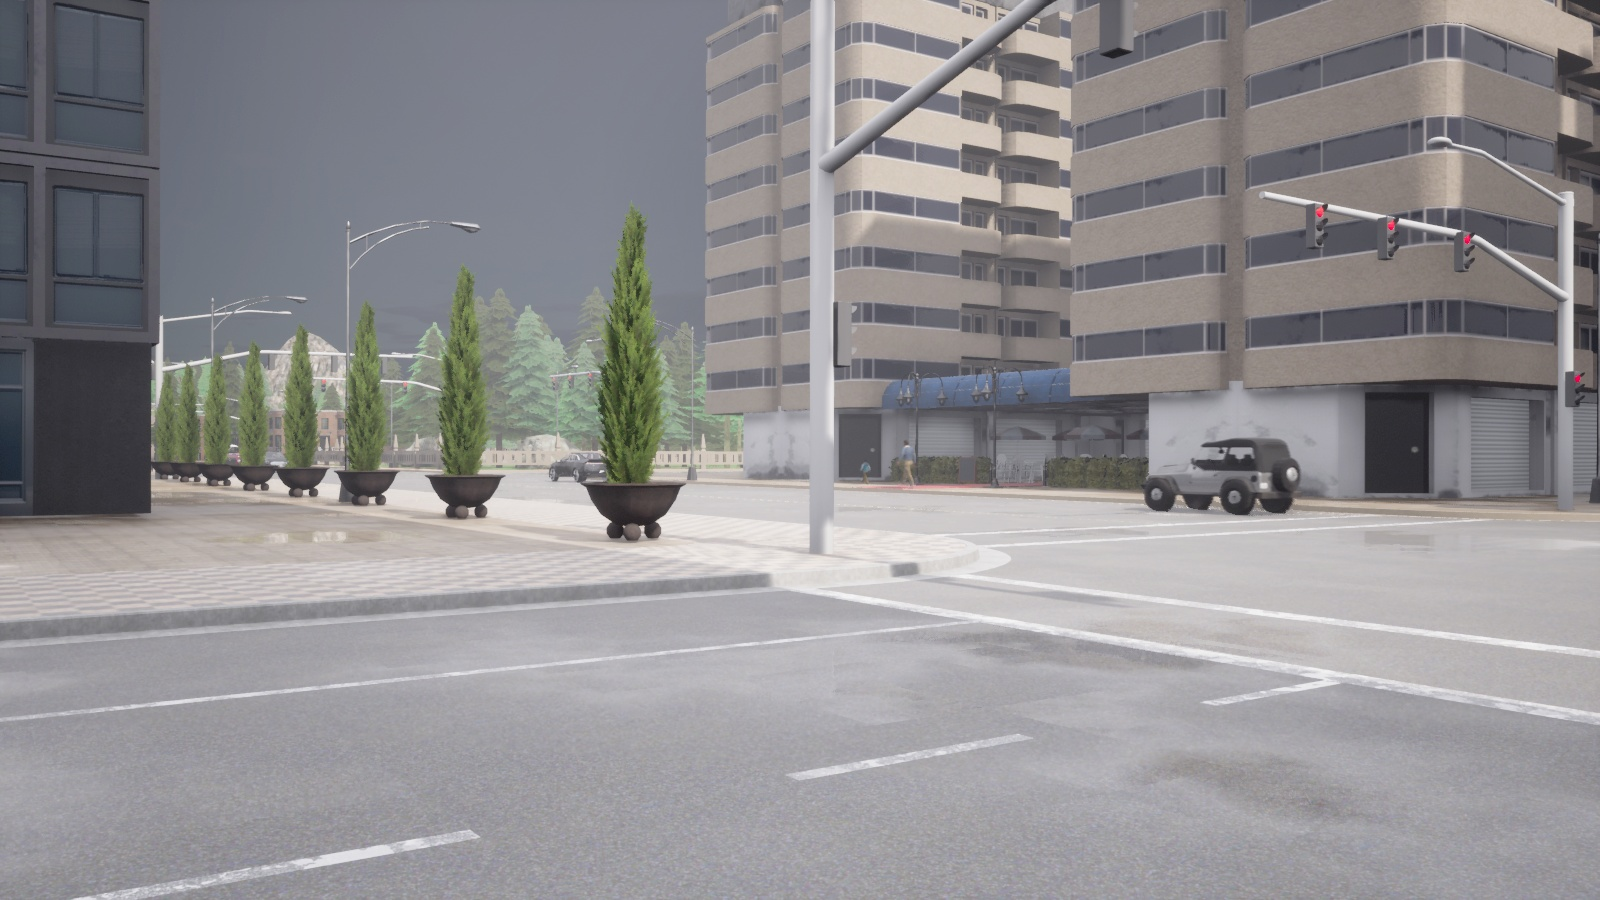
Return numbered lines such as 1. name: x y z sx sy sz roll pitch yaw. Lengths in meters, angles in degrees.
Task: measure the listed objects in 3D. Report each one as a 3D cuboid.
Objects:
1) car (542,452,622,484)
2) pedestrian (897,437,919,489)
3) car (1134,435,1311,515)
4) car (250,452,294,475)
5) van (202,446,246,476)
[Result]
1. car: -11.100 0.880 63.618 2.128 1.511 4.902 0 0 -34
2. pedestrian: 4.065 0.481 47.414 0.423 1.949 0.788 0 0 -36
3. car: 10.616 0.596 31.768 1.905 1.878 3.866 0 0 -36
4. car: -38.355 0.979 91.189 2.033 1.649 4.856 0 0 -34
5. van: -40.309 0.769 87.841 2.069 2.038 4.480 0 0 -34
